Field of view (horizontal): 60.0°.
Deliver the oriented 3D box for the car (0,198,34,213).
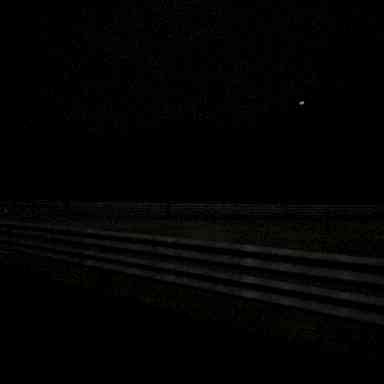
[{"bbox_3d":[-21.042,1.509,39.187,4.553,1.767,2.097,0,0,17],"label":"car"}]
